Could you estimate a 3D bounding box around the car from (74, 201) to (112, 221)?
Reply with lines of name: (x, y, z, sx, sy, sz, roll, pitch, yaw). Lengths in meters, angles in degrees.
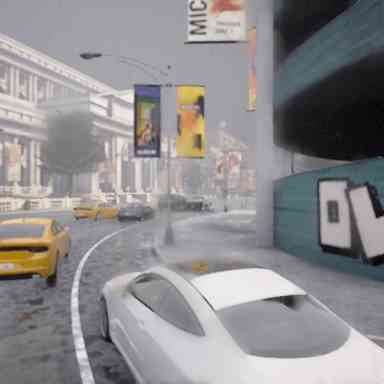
car: (-7.850, 1.532, 27.733, 1.882, 1.535, 5.008, 0, -1, 14)

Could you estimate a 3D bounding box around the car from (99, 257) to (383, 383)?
car: (0.138, 1.535, 4.036, 1.812, 1.442, 4.674, 0, 0, -26)

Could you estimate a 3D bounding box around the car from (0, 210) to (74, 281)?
car: (-4.762, 1.495, 9.796, 1.882, 1.535, 5.008, 0, 0, -15)

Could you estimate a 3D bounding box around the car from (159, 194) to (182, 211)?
car: (-2.358, 1.309, 42.662, 2.150, 2.045, 5.566, 0, -1, 22)

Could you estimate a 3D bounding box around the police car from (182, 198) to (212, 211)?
police car: (1.013, 1.523, 41.913, 1.930, 1.638, 5.238, 0, -1, 22)

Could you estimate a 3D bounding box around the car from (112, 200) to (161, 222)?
car: (-4.371, 1.621, 27.036, 1.994, 1.385, 4.181, 0, 0, 14)
